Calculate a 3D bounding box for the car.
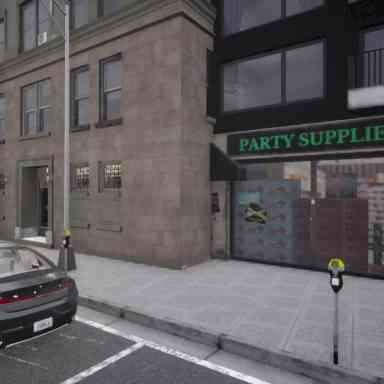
[{"bbox_3d":[-3.788,1.551,5.746,4.403,1.369,2.008,0,0,35],"label":"car"}]
